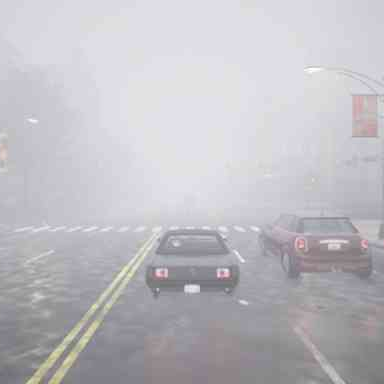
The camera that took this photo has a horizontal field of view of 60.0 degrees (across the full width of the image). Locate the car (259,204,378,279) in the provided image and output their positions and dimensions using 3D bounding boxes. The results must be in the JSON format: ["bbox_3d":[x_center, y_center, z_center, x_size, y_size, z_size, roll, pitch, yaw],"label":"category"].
[{"bbox_3d":[3.500,1.373,10.318,2.097,1.767,4.553,0,0,0],"label":"car"}]

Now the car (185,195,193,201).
[{"bbox_3d":[-0.791,1.686,88.424,1.837,1.490,4.892,0,0,-1],"label":"car"}]

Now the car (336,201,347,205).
[{"bbox_3d":[22.675,1.644,45.862,5.357,1.411,2.033,0,0,0],"label":"car"}]

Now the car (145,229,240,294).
[{"bbox_3d":[0.008,1.620,8.768,1.895,1.301,4.718,0,0,0],"label":"car"}]

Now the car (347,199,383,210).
[{"bbox_3d":[22.597,1.653,42.362,4.181,1.385,1.994,0,0,0],"label":"car"}]

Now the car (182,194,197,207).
[{"bbox_3d":[-0.419,1.338,55.493,2.150,2.045,5.566,0,0,0],"label":"car"}]
